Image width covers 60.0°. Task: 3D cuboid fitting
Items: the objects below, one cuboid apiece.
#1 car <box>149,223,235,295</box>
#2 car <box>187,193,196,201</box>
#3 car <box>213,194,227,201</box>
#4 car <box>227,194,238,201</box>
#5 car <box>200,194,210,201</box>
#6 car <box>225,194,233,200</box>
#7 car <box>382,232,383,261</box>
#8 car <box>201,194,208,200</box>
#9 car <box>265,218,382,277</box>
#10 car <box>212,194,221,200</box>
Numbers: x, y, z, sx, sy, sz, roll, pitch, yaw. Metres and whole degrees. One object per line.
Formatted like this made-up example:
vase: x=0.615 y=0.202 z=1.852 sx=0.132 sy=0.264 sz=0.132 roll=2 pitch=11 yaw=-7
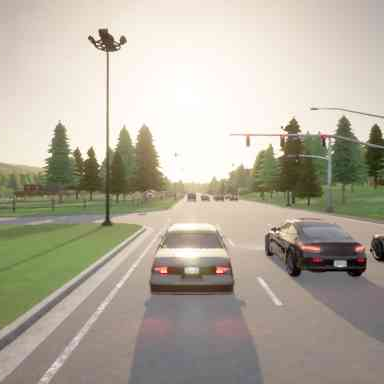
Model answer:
car: x=0.001 y=1.547 z=8.871 sx=2.033 sy=1.411 sz=5.357 roll=0 pitch=0 yaw=0
car: x=-0.036 y=1.217 z=83.586 sx=2.150 sy=2.045 sz=5.566 roll=0 pitch=0 yaw=0
car: x=6.964 y=1.347 z=83.946 sx=2.097 sy=1.767 sz=4.553 roll=0 pitch=0 yaw=0
car: x=10.464 y=1.587 z=84.007 sx=1.895 sy=1.301 sz=4.718 roll=0 pitch=0 yaw=0
car: x=3.464 y=1.531 z=83.558 sx=2.033 sy=1.411 sz=5.357 roll=0 pitch=0 yaw=0
car: x=10.460 y=1.356 z=93.981 sx=1.812 sy=1.442 sz=4.674 roll=0 pitch=0 yaw=0
car: x=7.004 y=1.564 z=9.610 sx=1.994 sy=1.385 sz=4.181 roll=0 pitch=0 yaw=1
car: x=3.460 y=1.310 z=93.978 sx=1.882 sy=1.535 sz=5.008 roll=0 pitch=0 yaw=0
car: x=3.515 y=1.526 z=10.149 sx=1.812 sy=1.442 sz=4.674 roll=0 pitch=0 yaw=0
car: x=6.960 y=1.372 z=93.979 sx=2.033 sy=1.411 sz=5.357 roll=0 pitch=0 yaw=0
